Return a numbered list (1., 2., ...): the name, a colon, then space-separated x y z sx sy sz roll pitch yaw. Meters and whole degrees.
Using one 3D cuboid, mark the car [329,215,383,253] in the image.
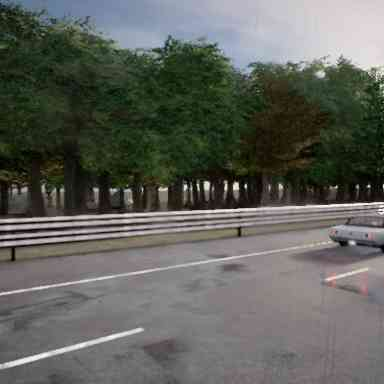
1. car: 7.716 1.573 13.547 4.718 1.301 1.895 0 0 -35
